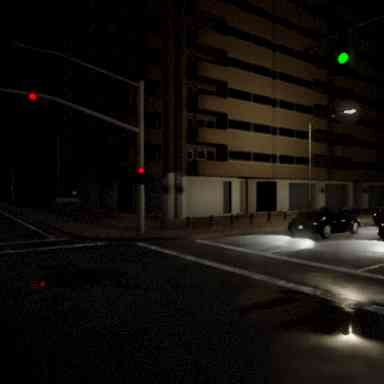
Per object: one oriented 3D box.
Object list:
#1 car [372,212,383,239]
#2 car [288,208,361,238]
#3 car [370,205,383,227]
[{"bbox_3d":[10.656,1.538,15.780,4.181,1.385,1.994,0,0,-35],"label":"car"},{"bbox_3d":[6.975,1.541,17.480,4.181,1.385,1.994,0,0,-35],"label":"car"},{"bbox_3d":[14.230,1.576,22.468,4.718,1.301,1.895,0,0,-34],"label":"car"}]
